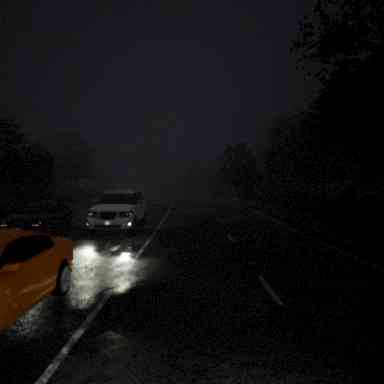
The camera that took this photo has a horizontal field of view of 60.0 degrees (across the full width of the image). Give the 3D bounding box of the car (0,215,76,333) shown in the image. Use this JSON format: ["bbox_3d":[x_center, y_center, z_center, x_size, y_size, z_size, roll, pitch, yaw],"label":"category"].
[{"bbox_3d":[-3.619,1.431,5.618,1.882,1.535,5.008,0,1,0],"label":"car"}]

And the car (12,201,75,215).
[{"bbox_3d":[-7.155,1.231,15.996,1.837,1.490,4.892,0,2,0],"label":"car"}]

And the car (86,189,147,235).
[{"bbox_3d":[-3.657,0.911,17.090,2.150,2.045,5.566,0,2,0],"label":"car"}]
